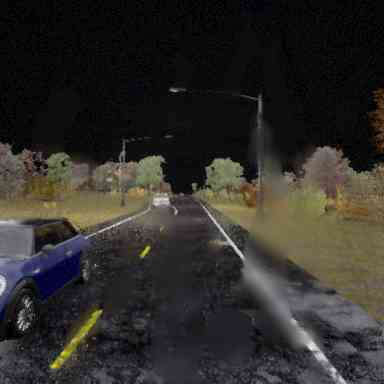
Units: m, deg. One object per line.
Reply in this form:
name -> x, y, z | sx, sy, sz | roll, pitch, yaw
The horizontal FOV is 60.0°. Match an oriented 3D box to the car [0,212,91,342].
car -> -3.602, 1.352, 6.528 | 2.097, 1.767, 4.553 | 0, 0, 0

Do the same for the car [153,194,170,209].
car -> -4.319, 1.244, 46.900 | 2.150, 2.045, 5.566 | 0, 0, -5
